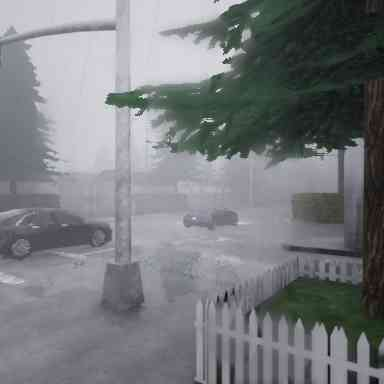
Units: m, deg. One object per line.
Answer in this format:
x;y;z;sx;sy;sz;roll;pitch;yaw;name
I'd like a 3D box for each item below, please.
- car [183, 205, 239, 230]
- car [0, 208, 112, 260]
1.263;1.467;20.668;1.994;1.385;4.181;1;1;35;car
-5.009;1.311;11.585;1.837;1.490;4.892;1;1;36;car
